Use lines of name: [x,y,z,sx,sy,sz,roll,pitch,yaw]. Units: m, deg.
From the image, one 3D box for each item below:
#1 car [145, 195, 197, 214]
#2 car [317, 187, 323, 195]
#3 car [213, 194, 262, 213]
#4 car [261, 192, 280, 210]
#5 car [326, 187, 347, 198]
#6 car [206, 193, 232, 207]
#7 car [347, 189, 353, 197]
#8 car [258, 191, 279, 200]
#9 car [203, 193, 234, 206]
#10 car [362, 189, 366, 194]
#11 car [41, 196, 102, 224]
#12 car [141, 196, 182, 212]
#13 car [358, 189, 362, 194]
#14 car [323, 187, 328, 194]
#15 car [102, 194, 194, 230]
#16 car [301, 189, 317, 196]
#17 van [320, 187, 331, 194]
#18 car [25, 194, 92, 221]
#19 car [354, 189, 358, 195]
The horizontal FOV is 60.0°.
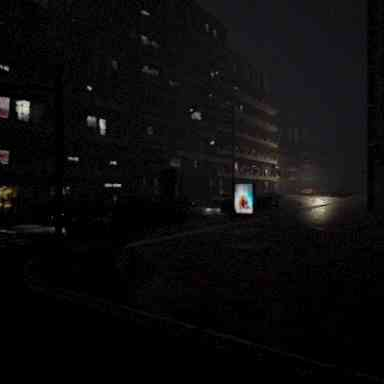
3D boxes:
car: [-1.786,1.061,30.330,2.128,1.511,4.902,0,1,35]
car: [28.865,0.029,78.610,1.887,1.381,4.507,1,2,35]
car: [3.962,1.102,28.422,1.947,1.339,4.313,1,2,35]
car: [7.143,0.998,32.967,1.947,1.339,4.313,1,2,35]
car: [26.230,0.344,60.233,1.887,1.381,4.507,1,2,35]
car: [3.881,0.862,38.410,1.882,1.535,5.008,0,1,35]
car: [29.411,0.134,64.774,1.967,1.590,4.097,1,2,35]
car: [12.963,0.560,55.893,1.887,1.381,4.507,1,2,35]
car: [3.422,0.882,42.263,2.008,1.369,4.403,1,2,35]
car: [42.135,-0.183,82.954,2.008,1.369,4.403,1,2,35]
car: [-7.214,1.251,22.579,1.837,1.490,4.892,0,1,37]
car: [-2.939,1.121,33.177,1.802,1.307,4.206,1,2,35]
car: [35.774,0.025,73.866,1.887,1.381,4.507,1,2,35]
car: [32.046,-0.182,83.150,1.967,1.590,4.097,1,2,35]
car: [-2.399,1.057,19.328,2.192,1.841,5.009,1,2,35]
car: [25.684,0.031,74.063,1.967,1.590,4.097,1,2,35]
van: [35.227,-0.389,87.691,1.690,1.788,3.998,1,2,35]
car: [-9.299,1.061,24.083,2.192,1.841,5.009,1,2,35]
car: [32.592,0.132,69.321,1.887,1.381,4.507,1,2,35]
